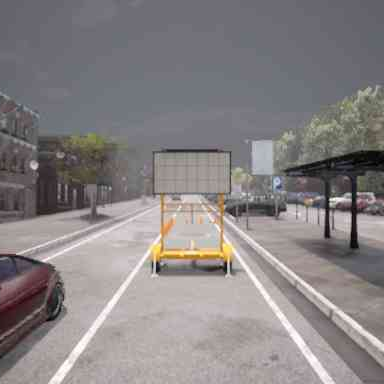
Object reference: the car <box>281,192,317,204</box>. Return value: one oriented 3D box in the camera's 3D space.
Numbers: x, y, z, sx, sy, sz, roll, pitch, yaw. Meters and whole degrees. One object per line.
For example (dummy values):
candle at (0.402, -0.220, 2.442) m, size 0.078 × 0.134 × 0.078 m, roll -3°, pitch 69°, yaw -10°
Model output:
car at (18.791, 1.025, 58.681) m, size 5.566 × 2.045 × 2.435 m, roll 0°, pitch 1°, yaw 0°

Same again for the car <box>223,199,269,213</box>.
car at (5.722, 1.459, 35.637) m, size 4.674 × 1.452 × 2.002 m, roll 0°, pitch 0°, yaw 0°

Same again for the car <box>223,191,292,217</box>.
car at (5.700, 1.189, 30.029) m, size 5.566 × 2.045 × 2.435 m, roll 0°, pitch 0°, yaw 0°

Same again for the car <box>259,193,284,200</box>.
car at (18.546, 1.048, 78.112) m, size 5.366 × 1.575 × 1.946 m, roll 0°, pitch 1°, yaw 0°

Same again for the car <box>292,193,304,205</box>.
car at (18.800, 1.359, 53.132) m, size 4.792 × 1.488 × 2.163 m, roll 0°, pitch 1°, yaw 0°

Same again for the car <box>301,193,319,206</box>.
car at (18.964, 1.366, 47.578) m, size 5.366 × 1.575 × 1.946 m, roll 0°, pitch 0°, yaw 0°

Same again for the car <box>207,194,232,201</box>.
car at (5.659, 1.153, 69.284) m, size 4.892 × 1.521 × 2.231 m, roll 0°, pitch 1°, yaw 0°

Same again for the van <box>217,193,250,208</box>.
van at (5.818, 1.145, 46.851) m, size 4.442 × 1.987 × 1.878 m, roll 0°, pitch 0°, yaw 0°

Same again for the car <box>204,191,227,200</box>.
car at (5.619, 0.770, 80.494) m, size 5.566 × 2.045 × 2.435 m, roll 0°, pitch 1°, yaw 0°

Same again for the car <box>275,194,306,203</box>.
car at (18.939, 1.209, 64.235) m, size 5.366 × 1.575 × 1.946 m, roll 0°, pitch 1°, yaw 0°

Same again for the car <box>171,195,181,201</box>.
car at (-3.267, 1.211, 69.601) m, size 2.033 × 1.411 × 5.357 m, roll 0°, pitch 1°, yaw 0°

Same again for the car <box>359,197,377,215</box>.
car at (18.813, 1.440, 30.920) m, size 4.892 × 1.521 × 2.231 m, roll 0°, pitch 0°, yaw 0°

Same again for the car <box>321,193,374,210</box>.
car at (18.764, 1.156, 39.247) m, size 5.566 × 2.045 × 2.435 m, roll 0°, pitch 0°, yaw 0°

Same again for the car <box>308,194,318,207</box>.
car at (18.779, 1.384, 44.800) m, size 5.008 × 1.535 × 2.097 m, roll 0°, pitch 0°, yaw 0°

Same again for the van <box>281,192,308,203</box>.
van at (18.874, 1.019, 61.458) m, size 4.442 × 1.987 × 1.878 m, roll 0°, pitch 1°, yaw 0°

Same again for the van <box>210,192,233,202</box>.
van at (5.786, 0.959, 66.479) m, size 4.442 × 1.987 × 1.878 m, roll 0°, pitch 1°, yaw 0°

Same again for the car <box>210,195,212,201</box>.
car at (5.690, 1.373, 52.463) m, size 4.674 × 1.452 × 2.002 m, roll 0°, pitch 1°, yaw 0°

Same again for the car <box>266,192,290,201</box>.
car at (18.771, 0.990, 72.561) m, size 4.553 × 1.767 × 2.185 m, roll 0°, pitch 1°, yaw 0°

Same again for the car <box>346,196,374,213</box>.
car at (18.807, 1.428, 33.696) m, size 5.008 × 1.535 × 2.097 m, roll 0°, pitch 0°, yaw 0°

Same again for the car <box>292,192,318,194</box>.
car at (18.738, 1.052, 55.905) m, size 5.566 × 2.045 × 2.435 m, roll 0°, pitch 1°, yaw 0°

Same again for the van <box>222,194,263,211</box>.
van at (5.832, 1.183, 38.439) m, size 4.442 × 1.987 × 1.878 m, roll 0°, pitch 0°, yaw 0°

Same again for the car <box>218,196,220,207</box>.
car at (5.538, 1.427, 32.833) m, size 5.366 × 1.575 × 1.946 m, roll 0°, pitch 0°, yaw 0°

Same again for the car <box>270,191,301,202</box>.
car at (18.777, 0.929, 67.008) m, size 5.566 × 2.045 × 2.435 m, roll 0°, pitch 1°, yaw 0°

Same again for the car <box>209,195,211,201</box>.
car at (5.694, 1.309, 55.266) m, size 4.892 × 1.521 × 2.231 m, roll 0°, pitch 1°, yaw 0°

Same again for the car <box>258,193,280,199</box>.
car at (18.732, 1.020, 80.889) m, size 4.892 × 1.521 × 2.231 m, roll 0°, pitch 1°, yaw 0°

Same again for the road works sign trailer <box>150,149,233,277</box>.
road works sign trailer at (0.001, 0.483, 10.312) m, size 2.380 × 3.560 × 2.880 m, roll 0°, pitch 0°, yaw 1°

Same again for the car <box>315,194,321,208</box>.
car at (18.783, 1.398, 42.022) m, size 4.892 × 1.521 × 2.231 m, roll 0°, pitch 0°, yaw 0°

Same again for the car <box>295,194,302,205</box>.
car at (18.746, 1.383, 50.349) m, size 4.792 × 1.488 × 2.163 m, roll 0°, pitch 1°, yaw 0°

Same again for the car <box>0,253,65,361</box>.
car at (-3.351, 1.579, 4.519) m, size 1.994 × 1.385 × 4.181 m, roll 0°, pitch 0°, yaw 0°

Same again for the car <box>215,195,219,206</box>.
car at (5.705, 1.398, 41.243) m, size 5.008 × 1.535 × 2.097 m, roll 0°, pitch 0°, yaw 0°

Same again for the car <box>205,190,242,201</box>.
car at (5.651, 0.998, 60.871) m, size 5.566 × 2.045 × 2.435 m, roll 0°, pitch 1°, yaw 0°

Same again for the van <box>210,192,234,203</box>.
van at (5.791, 0.991, 63.676) m, size 4.442 × 1.987 × 1.878 m, roll 0°, pitch 1°, yaw 0°

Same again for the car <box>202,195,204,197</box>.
car at (5.623, 0.803, 77.691) m, size 5.566 × 2.045 × 2.435 m, roll 0°, pitch 1°, yaw 0°

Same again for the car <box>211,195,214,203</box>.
car at (5.726, 1.385, 49.655) m, size 4.792 × 1.488 × 2.163 m, roll 0°, pitch 0°, yaw 0°

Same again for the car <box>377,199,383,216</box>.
car at (18.840, 1.479, 28.146) m, size 4.792 × 1.488 × 2.163 m, roll 0°, pitch 0°, yaw 0°

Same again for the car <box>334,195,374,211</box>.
car at (18.803, 1.418, 36.472) m, size 5.008 × 1.535 × 2.097 m, roll 0°, pitch 0°, yaw 0°
